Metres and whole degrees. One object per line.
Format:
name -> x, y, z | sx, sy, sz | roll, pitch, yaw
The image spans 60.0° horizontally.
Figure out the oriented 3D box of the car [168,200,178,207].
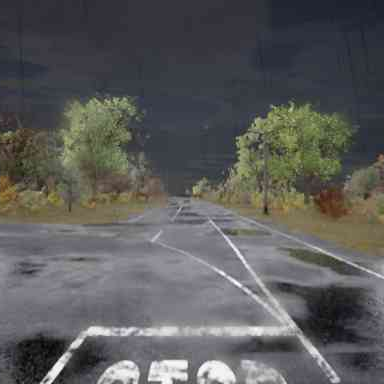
car -> -3.867, 2.304, 68.187 | 1.994, 1.385, 4.181 | 0, -1, -1
